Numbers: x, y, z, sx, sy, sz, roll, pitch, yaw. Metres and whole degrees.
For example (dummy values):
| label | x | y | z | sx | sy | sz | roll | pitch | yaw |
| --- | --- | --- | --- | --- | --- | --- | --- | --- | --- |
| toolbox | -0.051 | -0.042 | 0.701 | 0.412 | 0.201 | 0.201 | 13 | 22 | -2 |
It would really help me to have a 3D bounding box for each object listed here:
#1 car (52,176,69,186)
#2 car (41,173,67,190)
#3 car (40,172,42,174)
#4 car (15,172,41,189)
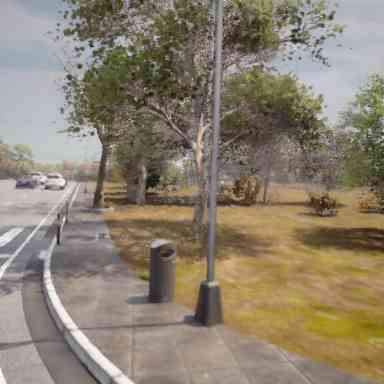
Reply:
| label | x | y | z | sx | sy | sz | roll | pitch | yaw |
| --- | --- | --- | --- | --- | --- | --- | --- | --- | --- |
| car | -21.442 | -1.837 | 54.349 | 2.128 | 1.511 | 4.902 | 2 | 3 | -18 |
| car | -18.170 | -1.387 | 44.232 | 2.150 | 2.045 | 5.566 | 2 | 3 | -17 |
| car | -24.771 | -2.201 | 53.297 | 2.150 | 2.045 | 5.566 | 2 | 3 | -18 |
| car | -21.692 | -1.391 | 43.775 | 2.097 | 1.767 | 4.553 | 2 | 3 | -17 |
